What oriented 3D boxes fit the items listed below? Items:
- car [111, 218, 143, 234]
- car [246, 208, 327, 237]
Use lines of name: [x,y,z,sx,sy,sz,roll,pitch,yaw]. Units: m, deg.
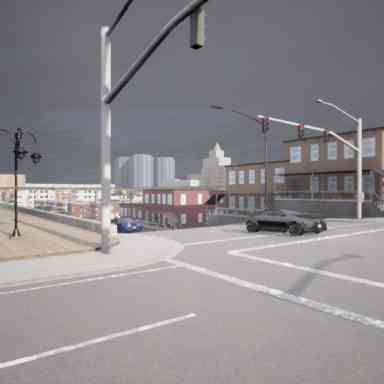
car: [-7.048,3.608,33.670,2.150,2.045,5.566,0,-12,-36]
car: [4.903,1.546,17.758,1.994,1.385,4.181,0,-1,-42]
